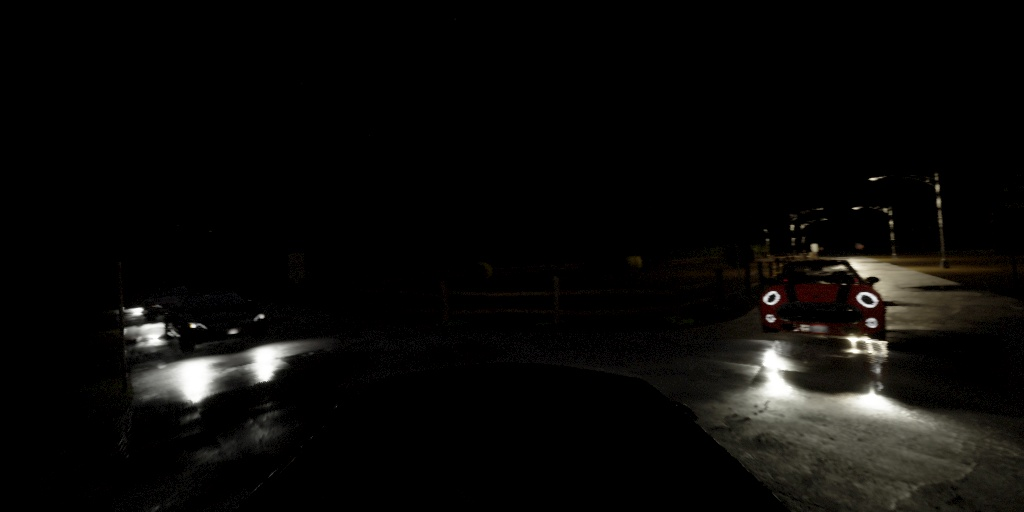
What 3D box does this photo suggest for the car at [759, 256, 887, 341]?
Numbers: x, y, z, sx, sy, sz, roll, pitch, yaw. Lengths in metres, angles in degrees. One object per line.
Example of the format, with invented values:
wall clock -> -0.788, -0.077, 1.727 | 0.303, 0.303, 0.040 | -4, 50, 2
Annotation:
car -> 7.812, 0.891, 9.135 | 2.097, 1.767, 4.553 | -4, -2, 42

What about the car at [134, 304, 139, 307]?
car -> -25.886, 2.732, 25.706 | 4.892, 1.490, 1.837 | -3, 0, 42

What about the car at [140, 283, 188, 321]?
car -> -16.615, 2.209, 17.488 | 4.674, 1.442, 1.812 | -3, 0, 41

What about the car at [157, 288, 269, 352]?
car -> -9.025, 1.781, 10.813 | 4.674, 1.442, 1.812 | -3, 0, 40
